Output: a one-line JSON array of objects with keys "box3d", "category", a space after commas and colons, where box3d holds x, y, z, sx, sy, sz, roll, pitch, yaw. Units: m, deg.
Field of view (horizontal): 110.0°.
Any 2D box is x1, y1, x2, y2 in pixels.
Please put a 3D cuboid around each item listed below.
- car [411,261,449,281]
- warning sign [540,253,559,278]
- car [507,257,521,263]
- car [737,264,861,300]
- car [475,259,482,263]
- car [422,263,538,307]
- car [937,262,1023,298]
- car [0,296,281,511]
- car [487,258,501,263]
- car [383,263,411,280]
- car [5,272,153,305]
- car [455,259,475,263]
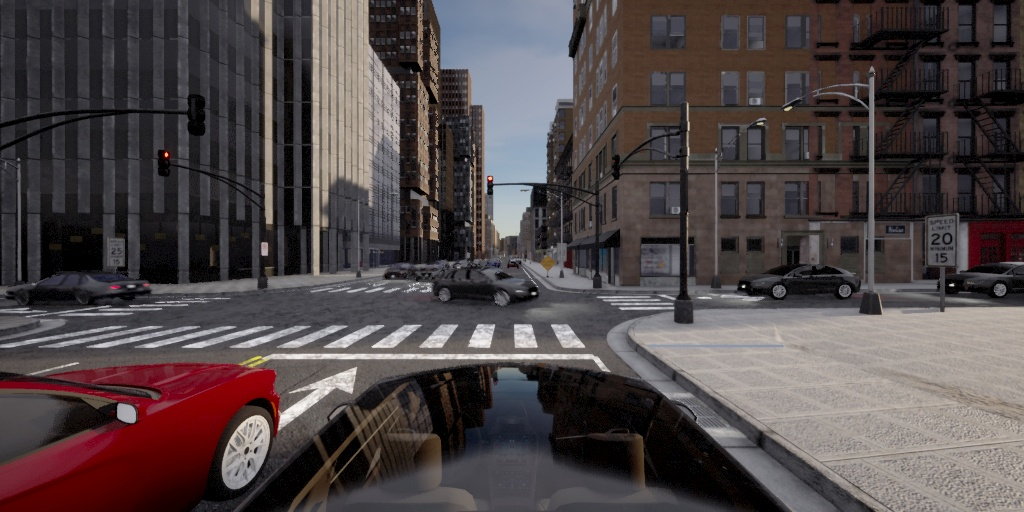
[{"box3d": [-6.541, 1.317, 29.418, 1.994, 1.385, 4.181, 0, 0, 0], "category": "car"}, {"box3d": [2.909, 0.869, 29.142, 1.300, 1.860, 1.060, 0, 0, 0], "category": "warning sign"}, {"box3d": [0.175, 1.271, 58.745, 1.837, 1.490, 4.892, 0, 0, 0], "category": "car"}, {"box3d": [12.904, 1.116, 16.278, 4.892, 1.490, 1.837, 0, 0, -1], "category": "car"}, {"box3d": [-6.371, 1.282, 62.891, 1.837, 1.490, 4.892, 0, 0, 0], "category": "car"}, {"box3d": [-1.238, 1.229, 15.291, 4.892, 1.490, 1.837, 0, 3, 31], "category": "car"}, {"box3d": [22.301, 1.049, 16.197, 4.892, 1.490, 1.837, 0, 0, 0], "category": "car"}, {"box3d": [-3.153, 1.228, 1.421, 1.882, 1.535, 5.008, 0, 0, 0], "category": "car"}, {"box3d": [-3.068, 1.119, 59.494, 2.097, 1.767, 4.553, 0, 0, 1], "category": "car"}, {"box3d": [-9.785, 1.302, 32.129, 2.033, 1.411, 5.357, 0, 0, 0], "category": "car"}, {"box3d": [-19.463, 1.427, 16.245, 5.357, 1.411, 2.033, 0, 0, 6], "category": "car"}, {"box3d": [-6.496, 1.253, 46.477, 2.128, 1.511, 4.902, 0, 0, 0], "category": "car"}]
